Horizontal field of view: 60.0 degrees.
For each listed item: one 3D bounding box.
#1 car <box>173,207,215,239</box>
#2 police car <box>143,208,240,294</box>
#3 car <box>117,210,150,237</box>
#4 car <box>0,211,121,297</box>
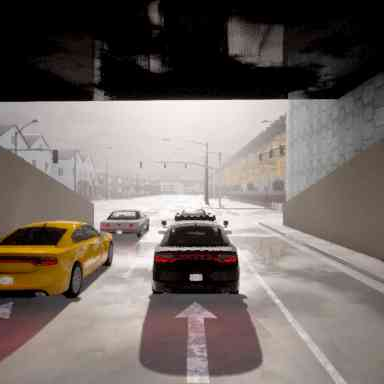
[{"bbox_3d":[0.088,1.564,17.894,1.994,1.385,4.181,0,0,0],"label":"car"},{"bbox_3d":[0.084,1.425,8.932,1.930,1.638,5.238,0,0,0],"label":"police car"},{"bbox_3d":[-3.410,1.601,17.848,1.895,1.301,4.718,0,0,0],"label":"car"},{"bbox_3d":[-3.412,1.478,8.606,1.882,1.535,5.008,0,0,0],"label":"car"}]
